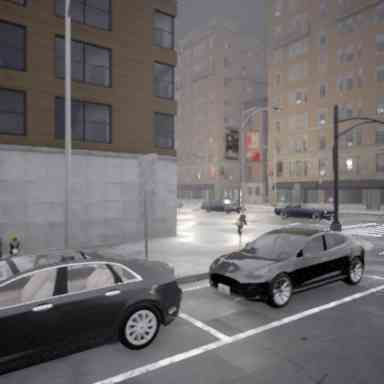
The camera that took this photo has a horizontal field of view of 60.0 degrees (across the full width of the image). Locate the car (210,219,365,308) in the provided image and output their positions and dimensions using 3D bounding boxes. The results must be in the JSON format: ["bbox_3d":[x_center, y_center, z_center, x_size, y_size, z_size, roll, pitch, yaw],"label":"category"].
[{"bbox_3d":[2.415,1.562,7.914,4.313,1.339,1.947,0,0,-36],"label":"car"}]

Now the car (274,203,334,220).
[{"bbox_3d":[8.767,1.518,25.690,1.895,1.301,4.718,0,0,-36],"label":"car"}]

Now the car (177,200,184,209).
[{"bbox_3d":[-2.978,1.328,42.001,1.837,1.490,4.892,0,0,-36],"label":"car"}]

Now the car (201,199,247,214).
[{"bbox_3d":[3.095,1.419,33.563,2.033,1.411,5.357,0,0,-36],"label":"car"}]

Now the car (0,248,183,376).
[{"bbox_3d":[-2.194,1.550,4.624,4.403,1.369,2.008,0,0,-36],"label":"car"}]
